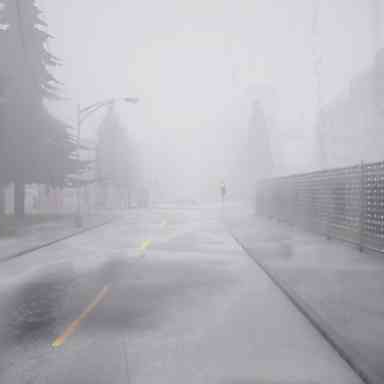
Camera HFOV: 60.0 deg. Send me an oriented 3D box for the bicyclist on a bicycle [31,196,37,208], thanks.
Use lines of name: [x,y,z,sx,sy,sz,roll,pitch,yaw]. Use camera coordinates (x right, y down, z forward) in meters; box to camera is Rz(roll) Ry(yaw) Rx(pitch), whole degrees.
bicyclist on a bicycle: [-21.554,1.347,45.521,0.582,1.620,1.656,0,0,0]
